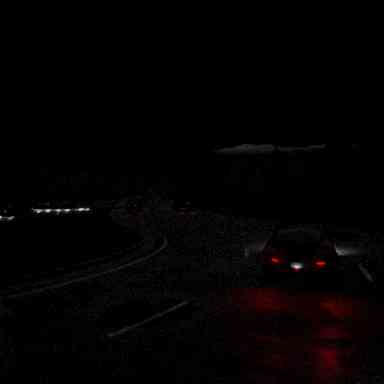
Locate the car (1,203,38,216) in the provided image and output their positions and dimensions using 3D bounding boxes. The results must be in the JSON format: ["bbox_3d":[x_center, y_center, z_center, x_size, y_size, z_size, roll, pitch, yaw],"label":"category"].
[{"bbox_3d":[-21.855,2.088,41.713,2.128,1.511,4.902,-1,0,1],"label":"car"}]

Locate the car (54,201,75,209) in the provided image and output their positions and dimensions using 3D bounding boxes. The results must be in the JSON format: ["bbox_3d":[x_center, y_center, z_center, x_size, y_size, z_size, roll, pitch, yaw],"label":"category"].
[{"bbox_3d":[-22.206,2.265,58.921,1.812,1.442,4.674,-1,-1,-3],"label":"car"}]

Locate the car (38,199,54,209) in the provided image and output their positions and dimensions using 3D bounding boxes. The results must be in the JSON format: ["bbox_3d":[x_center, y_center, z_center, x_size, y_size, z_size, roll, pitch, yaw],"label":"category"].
[{"bbox_3d":[-25.726,2.136,59.191,2.097,1.767,4.553,-1,0,-3],"label":"car"}]

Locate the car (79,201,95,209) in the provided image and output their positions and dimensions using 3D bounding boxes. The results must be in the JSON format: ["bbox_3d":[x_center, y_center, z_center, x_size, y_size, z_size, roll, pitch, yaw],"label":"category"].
[{"bbox_3d":[-18.745,2.268,59.645,1.994,1.385,4.181,-1,-1,-3],"label":"car"}]

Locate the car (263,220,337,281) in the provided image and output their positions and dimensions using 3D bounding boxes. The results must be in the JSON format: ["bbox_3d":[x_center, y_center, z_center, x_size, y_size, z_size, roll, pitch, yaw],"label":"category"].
[{"bbox_3d":[3.271,1.570,10.047,1.812,1.442,4.674,0,0,20],"label":"car"}]

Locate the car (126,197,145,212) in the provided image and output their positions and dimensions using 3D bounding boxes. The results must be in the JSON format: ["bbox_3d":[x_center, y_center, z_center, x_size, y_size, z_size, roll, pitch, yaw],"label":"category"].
[{"bbox_3d":[-8.131,1.825,46.620,2.097,1.767,4.553,-1,0,-12],"label":"car"}]

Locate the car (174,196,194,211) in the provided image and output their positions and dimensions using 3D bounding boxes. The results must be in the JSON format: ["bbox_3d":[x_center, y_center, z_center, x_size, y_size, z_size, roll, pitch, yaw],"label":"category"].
[{"bbox_3d":[-1.175,1.611,47.466,2.150,2.045,5.566,-1,-1,-12],"label":"car"}]
